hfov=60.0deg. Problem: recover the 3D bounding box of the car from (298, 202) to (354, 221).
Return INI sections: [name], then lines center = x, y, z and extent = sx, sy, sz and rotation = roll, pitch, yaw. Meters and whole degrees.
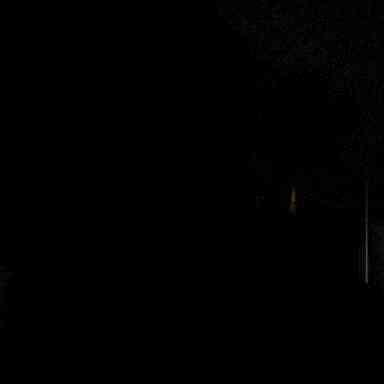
[car]
center = 11.941, 1.705, 30.067
extent = 1.882, 1.535, 5.008
rotation = 0, -1, -35
